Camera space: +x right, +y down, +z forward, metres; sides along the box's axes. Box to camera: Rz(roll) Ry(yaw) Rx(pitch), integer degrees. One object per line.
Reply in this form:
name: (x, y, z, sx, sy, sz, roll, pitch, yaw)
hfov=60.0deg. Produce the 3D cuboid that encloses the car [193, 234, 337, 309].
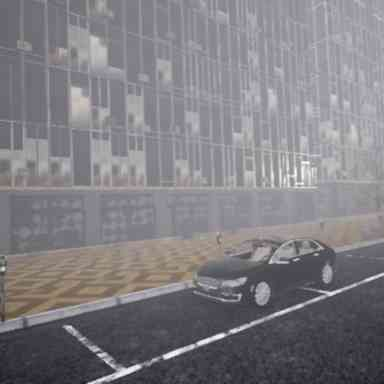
car: (2.014, 1.813, 8.467, 4.403, 1.369, 2.008, 0, -3, -39)
